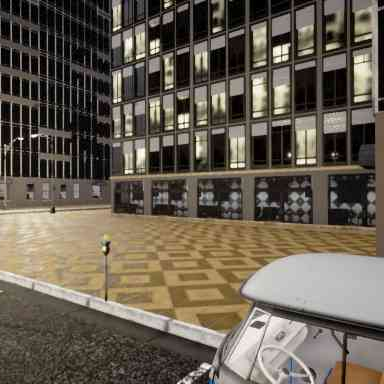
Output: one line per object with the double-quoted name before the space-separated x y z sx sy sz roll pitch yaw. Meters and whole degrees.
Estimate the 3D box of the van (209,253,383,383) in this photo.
"van" 1.900 1.341 1.523 3.998 1.788 1.690 0 0 35
